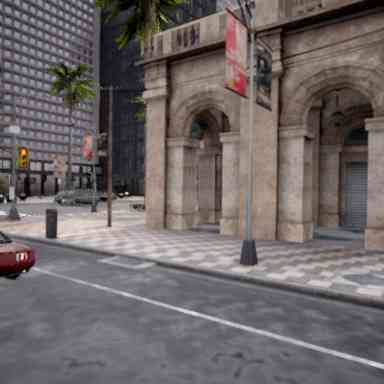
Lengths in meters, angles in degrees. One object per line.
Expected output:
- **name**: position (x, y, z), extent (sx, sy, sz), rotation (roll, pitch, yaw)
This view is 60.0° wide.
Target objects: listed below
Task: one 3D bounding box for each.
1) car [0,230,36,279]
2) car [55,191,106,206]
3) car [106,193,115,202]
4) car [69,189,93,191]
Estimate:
- **car**: position (-5.961, 1.446, 8.300), extent (4.718, 1.301, 1.895), rotation (1, 1, 37)
- **car**: position (-13.568, 0.931, 40.754), extent (2.128, 1.511, 4.902), rotation (1, 1, 36)
- **car**: position (-14.035, 0.848, 51.377), extent (2.161, 1.482, 4.786), rotation (1, 1, 35)
- **car**: position (-15.339, 0.605, 44.272), extent (2.150, 2.045, 5.566), rotation (1, 1, 36)
